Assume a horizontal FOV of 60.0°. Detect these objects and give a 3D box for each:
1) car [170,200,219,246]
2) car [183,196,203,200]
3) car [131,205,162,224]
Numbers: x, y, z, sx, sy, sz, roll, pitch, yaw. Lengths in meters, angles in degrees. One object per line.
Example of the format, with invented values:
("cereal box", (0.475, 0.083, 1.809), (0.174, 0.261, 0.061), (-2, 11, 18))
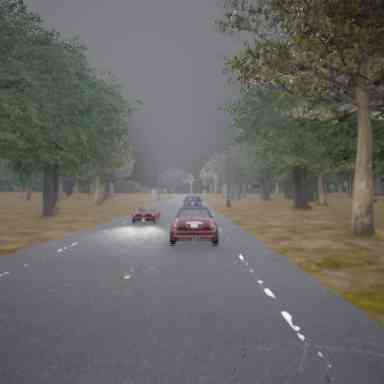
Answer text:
("car", (0.093, 1.442, 15.981), (2.097, 1.767, 4.553), (0, 0, 0))
("car", (0.084, 1.420, 38.211), (2.150, 2.045, 5.566), (0, 0, 0))
("car", (-3.511, 1.744, 26.183), (1.895, 1.301, 4.718), (0, 0, 0))
